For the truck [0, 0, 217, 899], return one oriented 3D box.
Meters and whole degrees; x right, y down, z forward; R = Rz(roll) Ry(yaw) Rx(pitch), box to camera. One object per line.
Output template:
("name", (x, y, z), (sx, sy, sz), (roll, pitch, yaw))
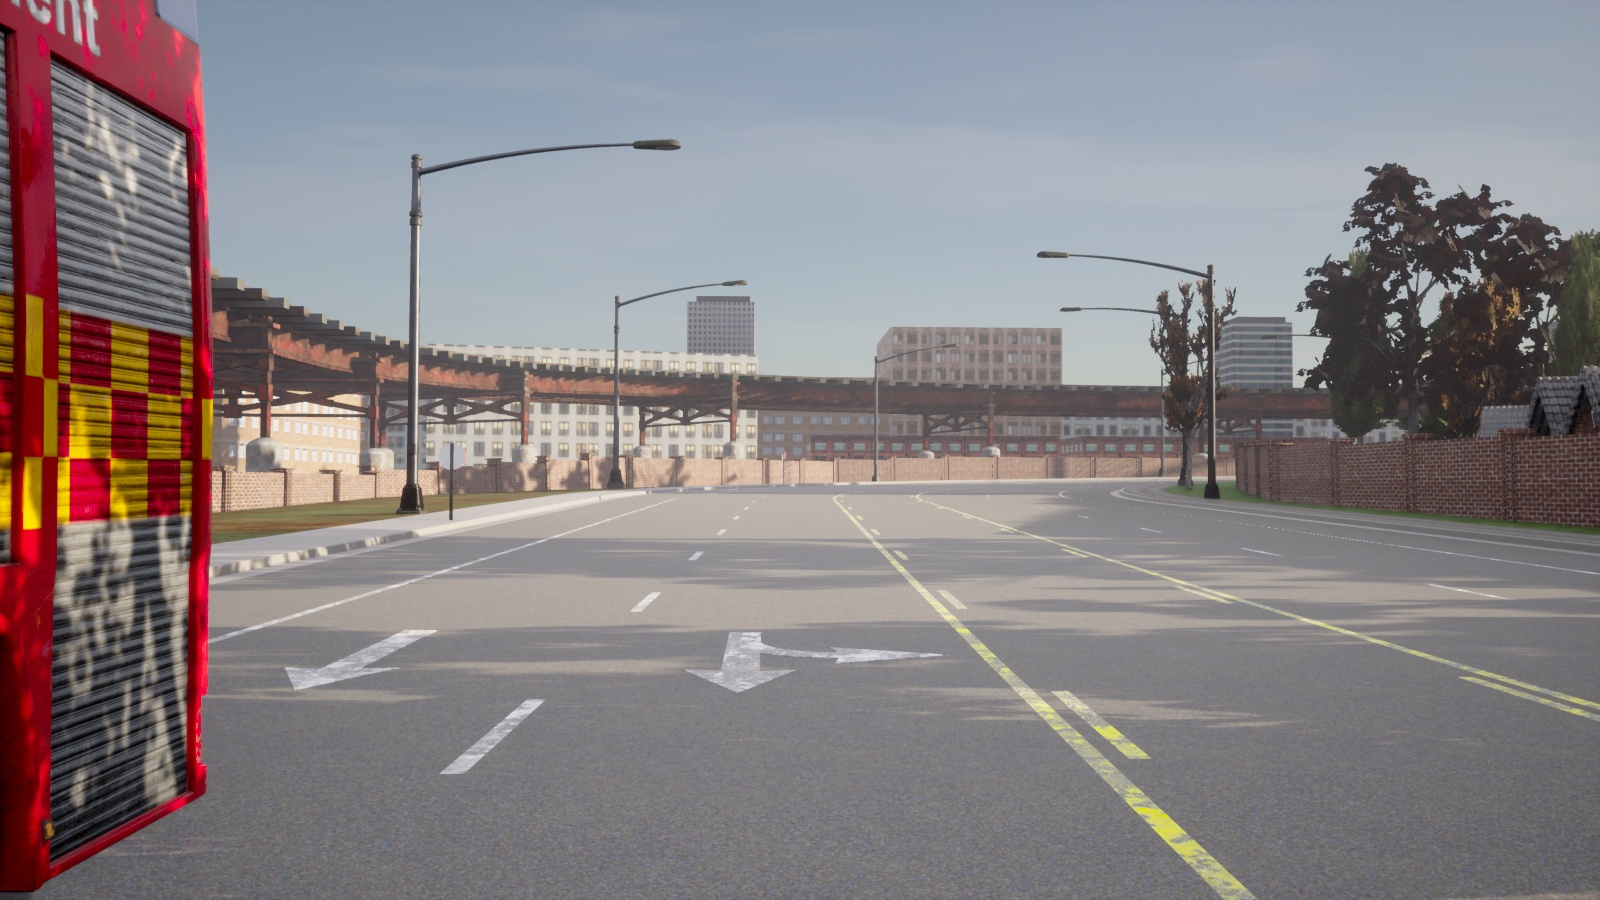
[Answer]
("truck", (-3.504, -0.332, 0.213), (2.891, 3.827, 8.468), (0, -1, 0))
